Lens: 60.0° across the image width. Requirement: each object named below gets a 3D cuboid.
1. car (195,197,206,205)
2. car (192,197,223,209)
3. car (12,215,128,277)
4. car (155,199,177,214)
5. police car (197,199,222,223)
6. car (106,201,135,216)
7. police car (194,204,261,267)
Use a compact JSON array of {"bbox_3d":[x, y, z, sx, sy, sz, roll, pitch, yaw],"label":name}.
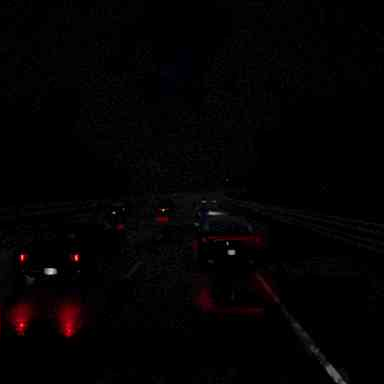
[{"bbox_3d":[1.607,1.650,61.802,1.812,1.442,4.674,0,0,3],"label":"car"},{"bbox_3d":[1.252,1.395,21.482,2.097,1.767,4.553,0,0,1],"label":"car"},{"bbox_3d":[-3.387,1.619,10.258,1.895,1.301,4.718,0,0,1],"label":"car"},{"bbox_3d":[-2.841,1.573,36.233,1.837,1.490,4.892,0,0,2],"label":"car"},{"bbox_3d":[1.381,1.482,27.575,1.930,1.638,5.238,0,0,1],"label":"police car"},{"bbox_3d":[-6.515,1.577,30.383,1.812,1.442,4.674,0,0,2],"label":"car"},{"bbox_3d":[1.112,1.450,11.699,1.930,1.638,5.238,0,0,1],"label":"police car"}]
